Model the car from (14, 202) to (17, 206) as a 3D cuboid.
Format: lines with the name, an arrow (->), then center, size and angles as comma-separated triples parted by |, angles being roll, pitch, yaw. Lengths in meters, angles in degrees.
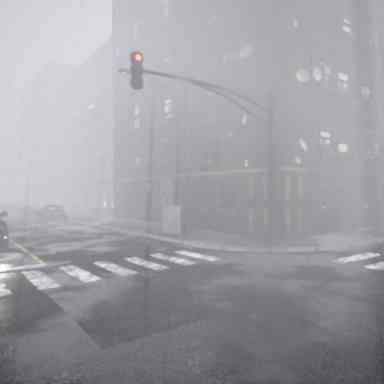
car -> -23.853, 2.107, 44.355 | 1.967, 1.590, 4.097 | -2, 0, -36

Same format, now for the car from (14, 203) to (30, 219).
car -> -17.257, 2.085, 35.377 | 1.802, 1.307, 4.206 | -2, 0, -36

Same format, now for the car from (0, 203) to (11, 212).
car -> -30.385, 2.413, 53.374 | 1.802, 1.307, 4.206 | -2, 0, -36

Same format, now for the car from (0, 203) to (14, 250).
car -> -9.892, 1.480, 15.206 | 2.150, 2.045, 5.566 | -1, 0, -36

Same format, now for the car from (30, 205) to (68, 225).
car -> -11.999, 1.812, 28.195 | 1.967, 1.590, 4.097 | -2, 0, -36
